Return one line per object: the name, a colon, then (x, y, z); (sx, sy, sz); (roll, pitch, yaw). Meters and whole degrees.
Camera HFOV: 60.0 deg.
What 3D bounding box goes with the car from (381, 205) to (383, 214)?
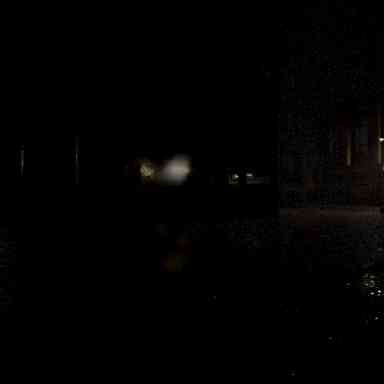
car: (19.757, 1.531, 30.554); (1.994, 1.385, 4.181); (0, 1, -35)
